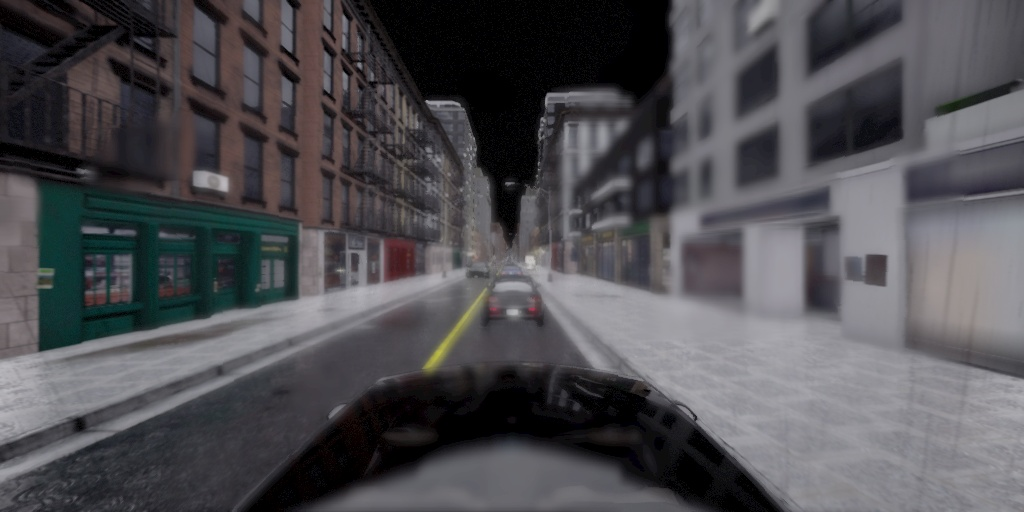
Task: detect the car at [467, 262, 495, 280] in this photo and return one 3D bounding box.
[{"bbox_3d":[-3.125,1.407,35.157,2.097,1.767,4.553,0,-1,0],"label":"car"}]

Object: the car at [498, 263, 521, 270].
[{"bbox_3d":[0.071,1.569,31.812,2.033,1.411,5.357,0,-1,0],"label":"car"}]

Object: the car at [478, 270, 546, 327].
[{"bbox_3d":[0.066,1.363,11.797,1.812,1.442,4.674,0,0,0],"label":"car"}]

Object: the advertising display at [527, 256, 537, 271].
[{"bbox_3d":[3.089,1.288,56.200,1.540,2.440,0.280,0,0,0],"label":"advertising display"}]
